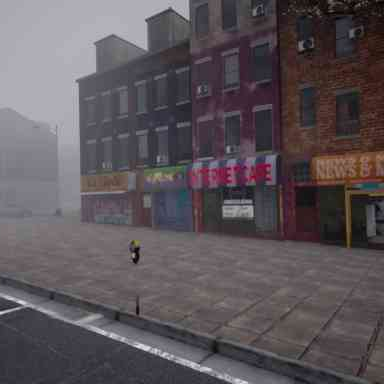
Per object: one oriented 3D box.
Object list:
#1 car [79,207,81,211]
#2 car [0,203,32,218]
[{"bbox_3d":[-10.007,1.609,37.597,2.033,1.411,5.357,-2,-1,35],"label":"car"},{"bbox_3d":[-16.226,1.631,28.949,1.994,1.385,4.181,-2,-1,36],"label":"car"}]
